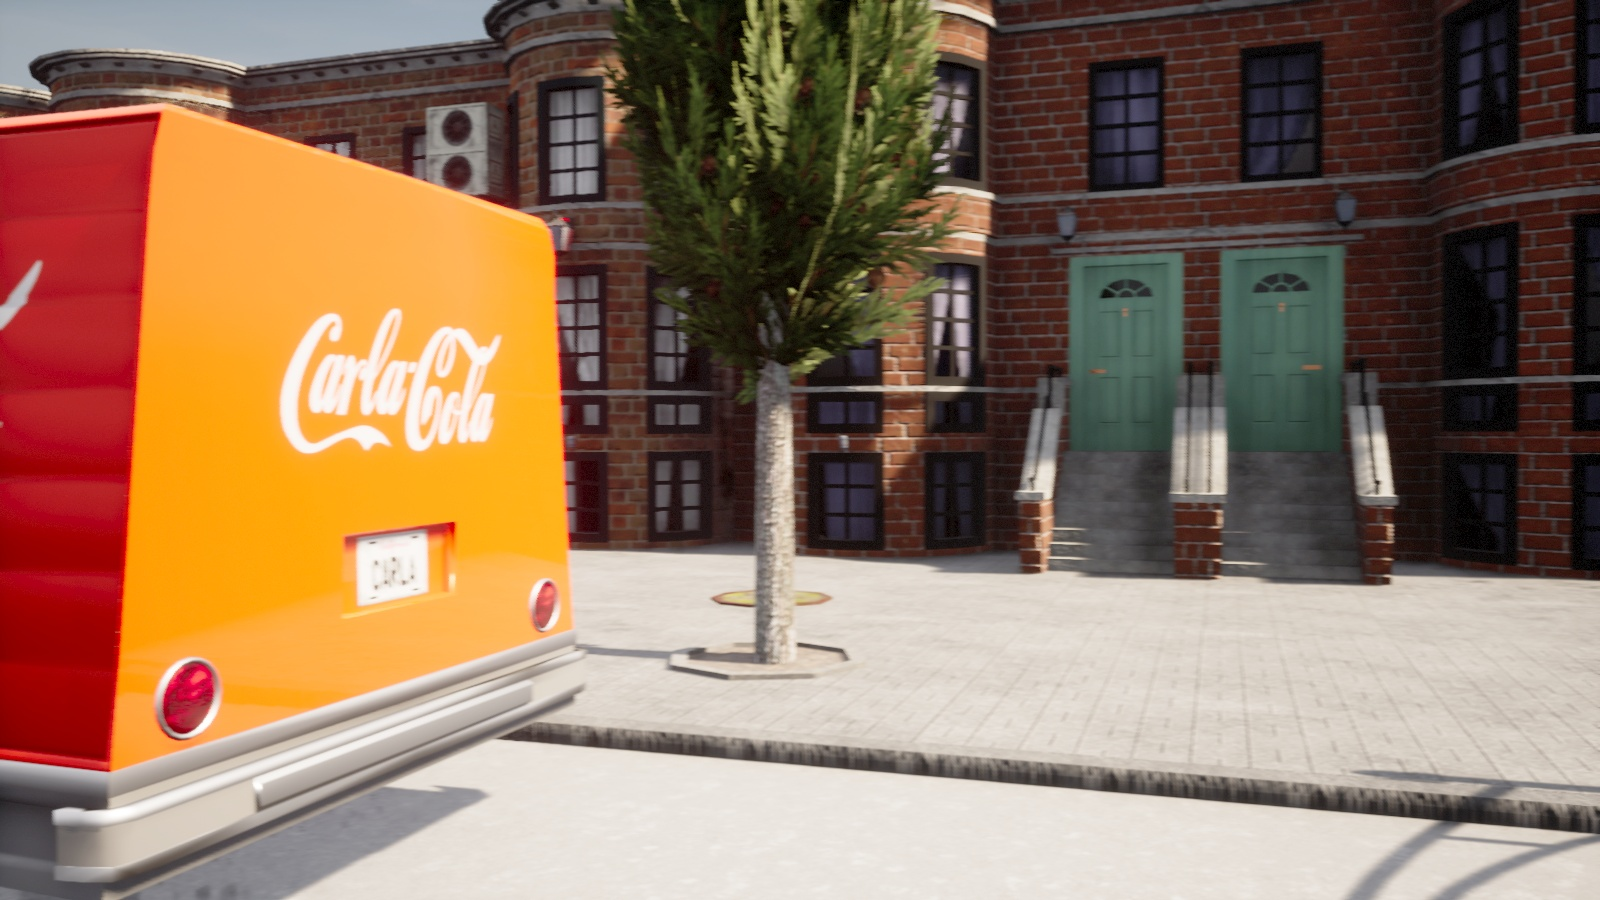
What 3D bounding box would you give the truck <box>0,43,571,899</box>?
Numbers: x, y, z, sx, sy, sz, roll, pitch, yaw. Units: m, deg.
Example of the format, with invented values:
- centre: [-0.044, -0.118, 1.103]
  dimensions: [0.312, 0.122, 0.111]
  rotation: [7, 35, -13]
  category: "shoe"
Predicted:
- centre: [-3.876, 0.245, 5.016]
  dimensions: [5.204, 2.467, 2.627]
  rotation: [1, 1, 19]
  category: "truck"
